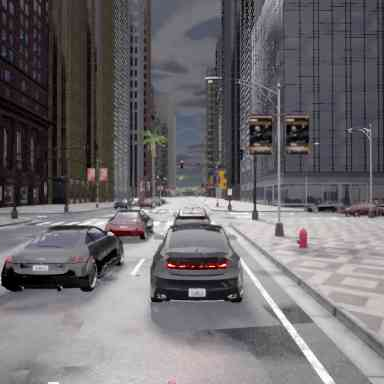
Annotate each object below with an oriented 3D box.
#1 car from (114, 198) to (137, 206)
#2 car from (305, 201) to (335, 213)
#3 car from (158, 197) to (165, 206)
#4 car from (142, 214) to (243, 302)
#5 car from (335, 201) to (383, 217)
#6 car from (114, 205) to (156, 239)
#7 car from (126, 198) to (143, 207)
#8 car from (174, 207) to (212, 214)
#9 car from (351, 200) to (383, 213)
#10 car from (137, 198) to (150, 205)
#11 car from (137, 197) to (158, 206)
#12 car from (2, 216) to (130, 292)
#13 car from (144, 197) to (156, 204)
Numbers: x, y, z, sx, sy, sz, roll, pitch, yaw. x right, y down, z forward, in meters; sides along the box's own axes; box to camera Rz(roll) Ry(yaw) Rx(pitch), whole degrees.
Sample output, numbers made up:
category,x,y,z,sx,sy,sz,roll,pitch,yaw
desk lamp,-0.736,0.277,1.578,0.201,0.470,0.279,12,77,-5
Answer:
category,x,y,z,sx,sy,sz,roll,pitch,yaw
car,-9.908,1.768,48.339,2.033,1.411,5.357,0,0,0
car,15.139,1.663,37.798,4.313,1.339,1.947,0,0,-1
car,-6.643,1.656,60.106,2.097,1.767,4.553,0,0,0
car,0.091,1.515,8.234,1.837,1.490,4.892,0,0,0
car,15.280,1.578,29.274,4.206,1.307,1.802,0,0,-1
car,-3.170,1.602,17.409,1.994,1.385,4.181,0,0,0
car,-9.903,1.779,57.894,2.128,1.511,4.902,0,0,0
car,0.028,1.530,17.556,2.128,1.511,4.902,0,0,0
car,20.779,1.644,37.892,4.313,1.339,1.947,0,0,-1
car,-9.837,1.927,67.780,1.994,1.385,4.181,0,0,1
car,-6.657,1.710,50.068,1.882,1.535,5.008,0,0,0
car,-3.166,1.576,9.010,1.994,1.385,4.181,0,0,1
car,-9.847,1.991,78.374,2.033,1.411,5.357,0,0,0
